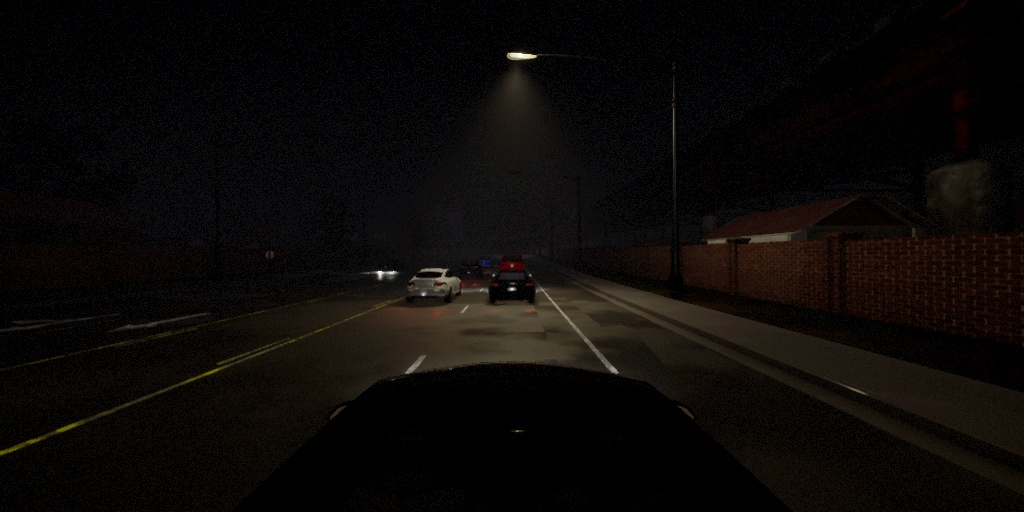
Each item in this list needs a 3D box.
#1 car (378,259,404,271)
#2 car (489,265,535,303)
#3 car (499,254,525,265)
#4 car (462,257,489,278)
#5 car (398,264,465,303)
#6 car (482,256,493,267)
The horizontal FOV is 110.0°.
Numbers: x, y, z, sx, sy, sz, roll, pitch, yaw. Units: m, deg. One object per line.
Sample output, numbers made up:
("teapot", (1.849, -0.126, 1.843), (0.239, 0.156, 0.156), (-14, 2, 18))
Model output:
("car", (-14.000, 0.994, 41.687), (1.994, 1.385, 4.181), (0, 1, 0))
("car", (0.000, 1.306, 16.497), (1.994, 1.385, 4.181), (0, 0, 0))
("car", (0.000, 0.845, 31.517), (2.150, 2.045, 5.566), (0, 1, 0))
("car", (-3.500, 1.083, 31.490), (2.128, 1.511, 4.902), (0, 1, 0))
("car", (-3.500, 1.267, 16.497), (1.812, 1.442, 4.674), (0, 0, 0))
("car", (-3.500, 0.769, 46.684), (1.882, 1.535, 5.008), (0, 1, 0))
